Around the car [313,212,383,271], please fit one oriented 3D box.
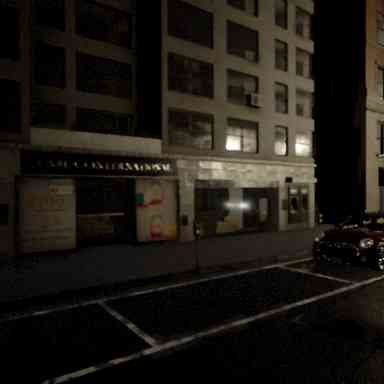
[{"bbox_3d":[5.687,1.389,10.591,4.097,1.590,1.967,0,0,-35],"label":"car"}]
